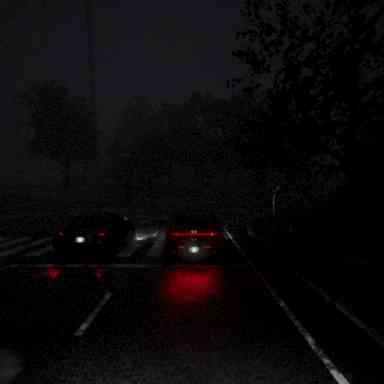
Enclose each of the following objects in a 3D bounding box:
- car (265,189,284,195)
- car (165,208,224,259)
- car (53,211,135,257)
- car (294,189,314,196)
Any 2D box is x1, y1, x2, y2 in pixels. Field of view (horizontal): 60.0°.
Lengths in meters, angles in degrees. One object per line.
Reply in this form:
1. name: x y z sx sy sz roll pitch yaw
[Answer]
1. car: 16.025 -0.121 65.210 1.812 1.442 4.674 -1 3 -23
2. car: 0.084 1.347 11.920 1.837 1.490 4.892 0 1 1
3. car: -3.393 1.400 12.218 1.994 1.385 4.181 0 1 1
4. car: 20.622 0.073 61.526 1.994 1.385 4.181 -1 3 -15
